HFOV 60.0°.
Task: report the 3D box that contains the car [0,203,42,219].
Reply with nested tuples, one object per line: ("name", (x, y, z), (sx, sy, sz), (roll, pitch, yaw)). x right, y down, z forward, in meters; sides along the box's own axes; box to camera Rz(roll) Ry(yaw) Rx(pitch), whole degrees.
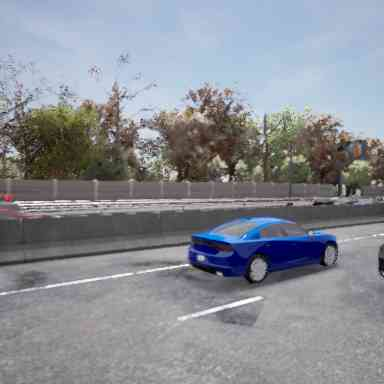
("car", (-9.228, 1.477, 14.608), (5.008, 1.535, 1.882), (0, 0, -35))

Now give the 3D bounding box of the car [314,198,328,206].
("car", (19.643, 1.572, 48.055), (4.718, 1.301, 1.895), (0, 0, -35))

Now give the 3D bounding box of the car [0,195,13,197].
("car", (-15.243, 1.220, 23.172), (5.566, 2.045, 2.150), (0, 0, -36))

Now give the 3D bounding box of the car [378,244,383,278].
("car", (6.585, 1.495, 8.442), (4.892, 1.490, 1.837), (0, 0, -35))

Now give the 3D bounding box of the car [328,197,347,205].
("car", (21.080, 1.462, 44.792), (4.902, 1.511, 2.128), (0, 0, -35))

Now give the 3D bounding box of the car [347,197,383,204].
("car", (21.877, 1.519, 41.070), (5.357, 1.411, 2.033), (0, 0, -35))

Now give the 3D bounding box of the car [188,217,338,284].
("car", (2.236, 1.470, 9.635), (5.008, 1.535, 1.882), (0, 0, -36))

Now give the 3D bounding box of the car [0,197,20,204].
("car", (-11.078, 1.351, 17.585), (4.553, 1.767, 2.097), (0, 0, -35))

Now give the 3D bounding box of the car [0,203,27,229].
("car", (-13.069, 1.490, 20.465), (4.902, 1.511, 2.128), (0, 0, -35))
